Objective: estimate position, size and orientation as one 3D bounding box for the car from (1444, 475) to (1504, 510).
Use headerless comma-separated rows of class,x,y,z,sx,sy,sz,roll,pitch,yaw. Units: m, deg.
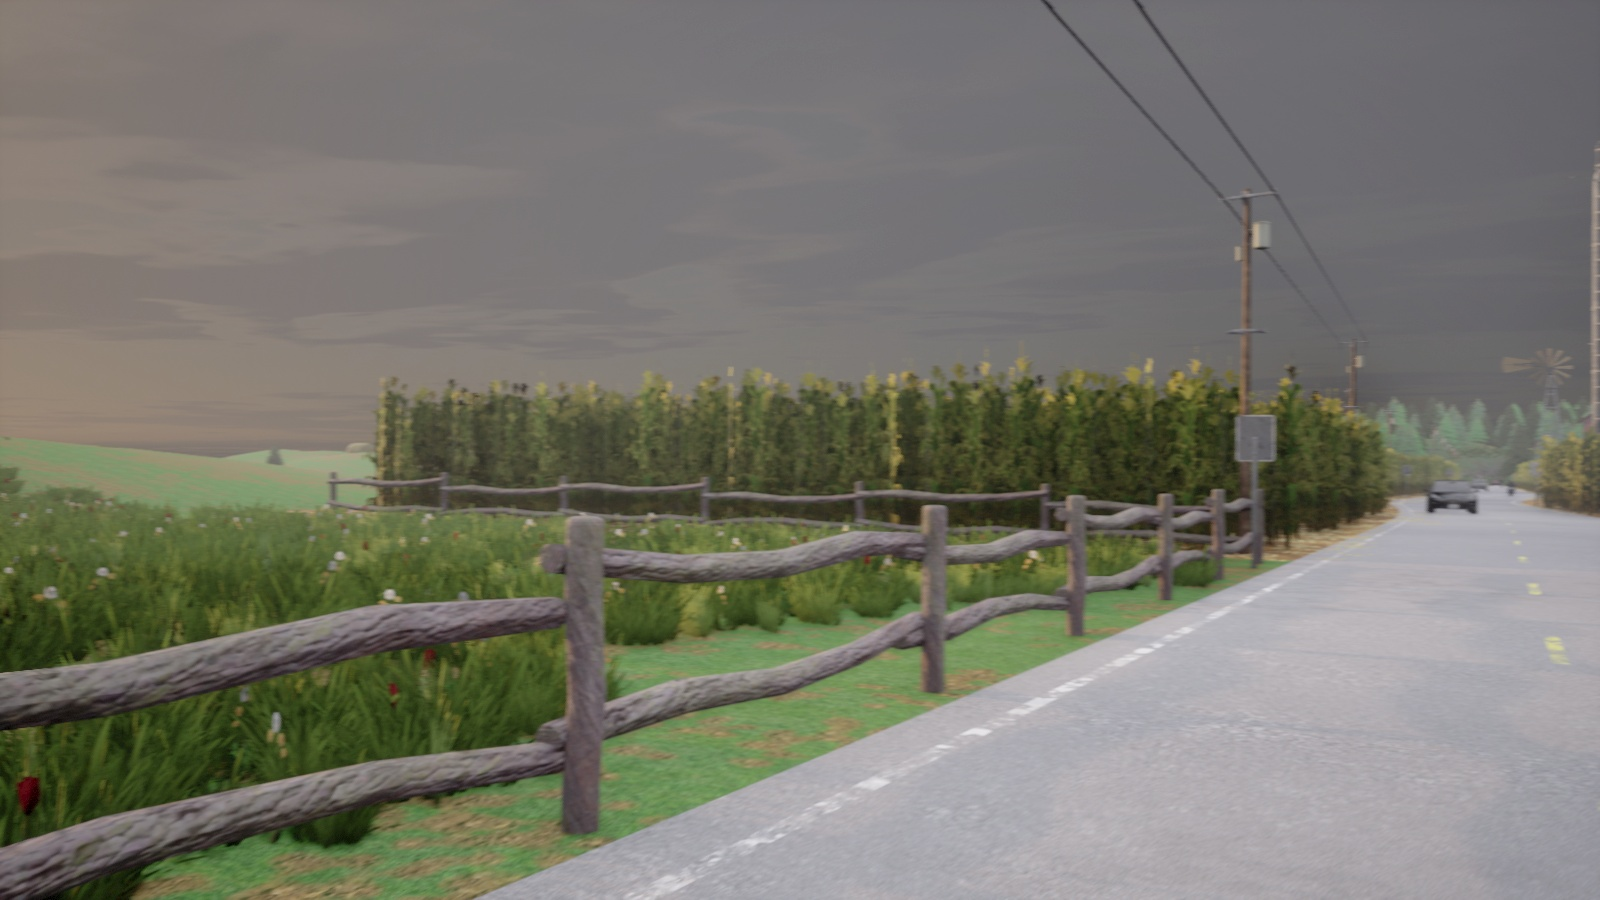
car,30.141,1.873,56.292,2.163,1.488,4.792,0,-1,26
